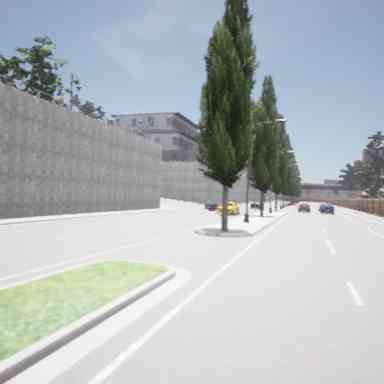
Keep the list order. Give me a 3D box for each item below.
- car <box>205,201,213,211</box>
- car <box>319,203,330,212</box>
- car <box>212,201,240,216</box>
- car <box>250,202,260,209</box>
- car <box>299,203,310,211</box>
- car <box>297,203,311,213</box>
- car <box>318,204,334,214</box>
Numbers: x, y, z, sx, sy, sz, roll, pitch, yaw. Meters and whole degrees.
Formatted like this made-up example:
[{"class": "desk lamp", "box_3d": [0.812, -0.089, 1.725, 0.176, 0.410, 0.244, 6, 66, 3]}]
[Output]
[{"class": "car", "box_3d": [3.110, 1.989, 47.571, 1.895, 1.301, 4.718, 2, 0, -7]}, {"class": "car", "box_3d": [24.497, 2.901, 61.605, 1.812, 1.442, 4.674, 2, 0, 19]}, {"class": "car", "box_3d": [4.283, 1.906, 38.913, 1.882, 1.535, 5.008, 2, 0, 20]}, {"class": "car", "box_3d": [11.707, 2.439, 59.834, 1.895, 1.301, 4.718, 3, -1, 19]}, {"class": "car", "box_3d": [21.203, 2.869, 62.790, 1.895, 1.301, 4.718, 2, 0, 19]}, {"class": "car", "box_3d": [18.300, 2.602, 54.289, 1.812, 1.442, 4.674, 2, -1, 20]}, {"class": "car", "box_3d": [21.465, 2.666, 52.771, 1.882, 1.535, 5.008, 2, 0, 19]}]
